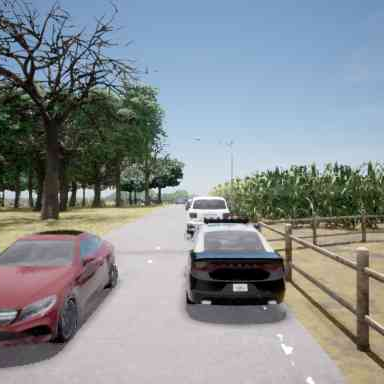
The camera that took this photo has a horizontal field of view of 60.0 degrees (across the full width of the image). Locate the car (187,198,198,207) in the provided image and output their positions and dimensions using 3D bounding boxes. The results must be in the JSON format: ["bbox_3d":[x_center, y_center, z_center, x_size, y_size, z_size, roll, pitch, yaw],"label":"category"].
[{"bbox_3d":[0.044,1.880,59.192,1.837,1.490,4.892,0,-1,0],"label":"car"}]

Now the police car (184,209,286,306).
[{"bbox_3d":[0.830,1.440,8.284,1.930,1.638,5.238,0,0,0],"label":"police car"}]

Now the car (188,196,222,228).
[{"bbox_3d":[0.842,1.314,24.213,2.150,2.045,5.566,0,0,0],"label":"car"}]

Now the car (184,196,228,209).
[{"bbox_3d":[0.838,1.280,18.211,2.150,2.045,5.566,0,0,0],"label":"car"}]

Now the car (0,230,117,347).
[{"bbox_3d":[-2.746,1.536,6.553,1.812,1.442,4.674,0,0,0],"label":"car"}]

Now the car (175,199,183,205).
[{"bbox_3d":[-2.693,2.249,75.522,1.812,1.442,4.674,0,-2,0],"label":"car"}]
